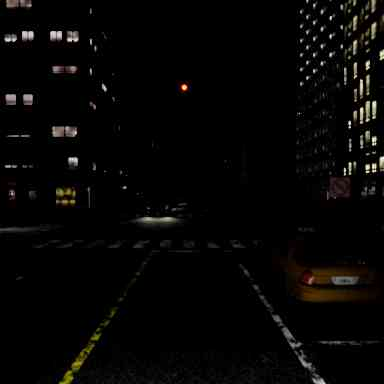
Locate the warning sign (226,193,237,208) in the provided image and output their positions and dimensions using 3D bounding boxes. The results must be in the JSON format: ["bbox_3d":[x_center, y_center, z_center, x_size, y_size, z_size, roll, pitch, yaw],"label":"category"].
[{"bbox_3d":[5.124,1.132,43.665,1.300,1.860,1.060,0,0,0],"label":"warning sign"}]

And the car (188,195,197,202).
[{"bbox_3d":[0.095,1.525,79.608,2.033,1.411,5.357,0,0,0],"label":"car"}]

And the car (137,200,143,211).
[{"bbox_3d":[-5.645,1.565,40.421,2.008,1.369,4.403,0,0,0],"label":"car"}]

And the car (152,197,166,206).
[{"bbox_3d":[-5.626,1.584,57.001,2.008,1.369,4.403,0,0,0],"label":"car"}]

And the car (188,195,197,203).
[{"bbox_3d":[0.082,1.531,69.190,1.882,1.535,5.008,0,0,0],"label":"car"}]

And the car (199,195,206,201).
[{"bbox_3d":[2.794,1.618,90.320,1.752,1.417,4.829,0,0,0],"label":"car"}]

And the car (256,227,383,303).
[{"bbox_3d":[2.696,1.525,8.168,1.752,1.417,4.829,0,0,0],"label":"car"}]

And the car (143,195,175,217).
[{"bbox_3d":[-3.062,1.360,31.763,2.097,1.767,4.553,0,0,0],"label":"car"}]

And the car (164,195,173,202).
[{"bbox_3d":[-5.600,1.511,79.107,1.967,1.590,4.097,0,0,0],"label":"car"}]

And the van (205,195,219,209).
[{"bbox_3d":[2.740,1.360,45.937,1.690,1.788,3.998,0,0,0],"label":"van"}]

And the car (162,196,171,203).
[{"bbox_3d":[-5.606,1.643,73.581,1.802,1.307,4.206,0,0,0],"label":"car"}]

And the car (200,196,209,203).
[{"bbox_3d":[2.774,1.606,73.571,1.887,1.381,4.507,0,0,0],"label":"car"}]

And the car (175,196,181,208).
[{"bbox_3d":[-3.040,1.569,47.763,2.033,1.411,5.357,0,0,0],"label":"car"}]

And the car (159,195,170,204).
[{"bbox_3d":[-5.613,1.492,68.054,1.967,1.590,4.097,0,0,0],"label":"car"}]

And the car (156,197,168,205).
[{"bbox_3d":[-5.619,1.587,62.526,1.887,1.381,4.507,0,0,0],"label":"car"}]

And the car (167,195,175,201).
[{"bbox_3d":[-5.586,1.618,89.991,1.752,1.417,4.829,0,0,0],"label":"car"}]

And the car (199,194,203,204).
[{"bbox_3d":[2.760,1.357,62.517,2.192,1.841,5.009,0,0,0],"label":"car"}]

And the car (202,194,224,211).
[{"bbox_3d":[2.734,1.329,40.411,2.192,1.841,5.009,0,0,0],"label":"car"}]
